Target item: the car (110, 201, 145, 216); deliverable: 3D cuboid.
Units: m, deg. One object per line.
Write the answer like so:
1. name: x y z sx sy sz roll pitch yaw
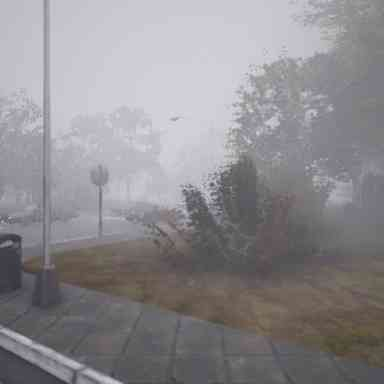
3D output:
1. car: -5.588 1.582 32.827 2.033 1.411 5.357 0 0 32

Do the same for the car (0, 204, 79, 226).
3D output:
1. car: -10.965 1.581 24.254 2.033 1.411 5.357 0 0 36

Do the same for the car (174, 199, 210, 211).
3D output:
1. car: 0.104 1.582 41.822 2.033 1.411 5.357 0 0 32

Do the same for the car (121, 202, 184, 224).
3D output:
1. car: -2.593 1.624 24.204 1.895 1.301 4.718 0 0 33
